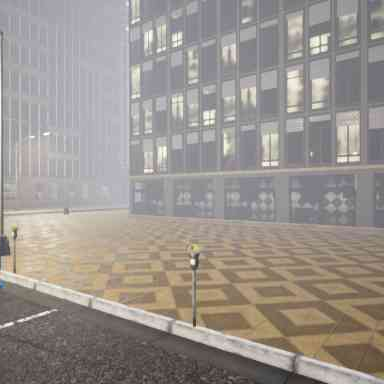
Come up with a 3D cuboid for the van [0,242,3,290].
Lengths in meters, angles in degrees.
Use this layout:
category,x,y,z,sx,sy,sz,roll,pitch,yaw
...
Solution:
category,x,y,z,sx,sy,sz,roll,pitch,yaw
van,-5.649,1.337,7.020,3.998,1.788,1.690,0,0,36
